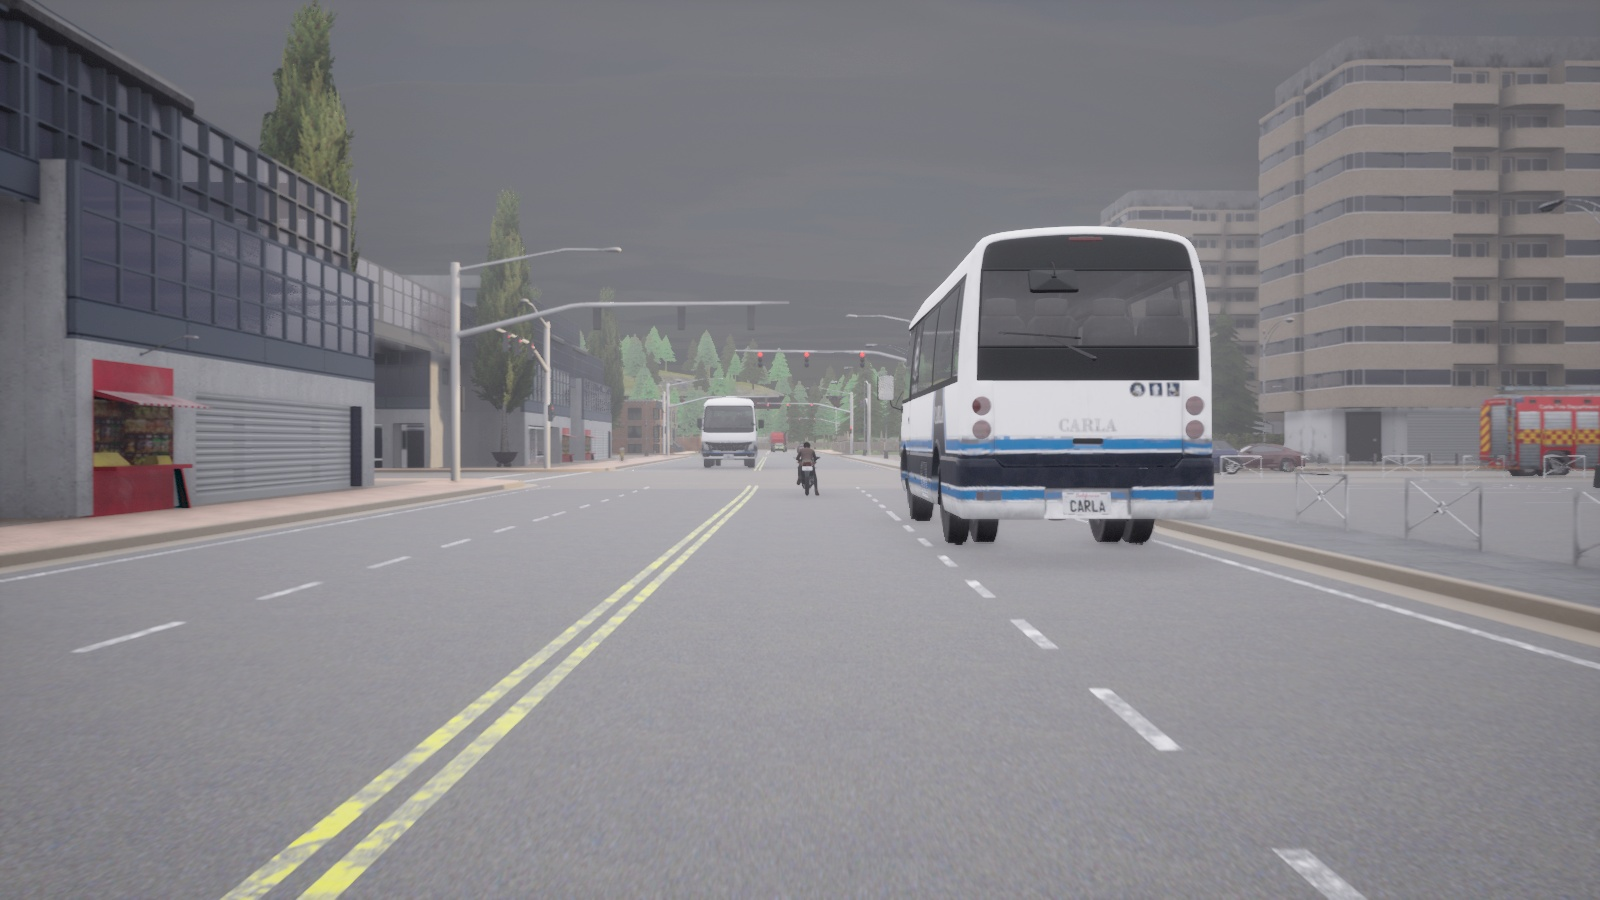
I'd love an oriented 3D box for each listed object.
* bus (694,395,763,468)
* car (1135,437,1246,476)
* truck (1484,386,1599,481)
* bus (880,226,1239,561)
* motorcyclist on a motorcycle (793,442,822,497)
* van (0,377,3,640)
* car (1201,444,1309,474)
[{"bbox_3d":[-4.307,-1.074,78.197,3.944,4.253,10.273,0,0,-1],"label":"bus"},{"bbox_3d":[18.237,0.288,58.806,4.553,1.767,2.097,0,0,-1],"label":"car"},{"bbox_3d":[33.441,-0.685,52.119,8.468,3.827,2.891,0,0,0],"label":"truck"},{"bbox_3d":[3.624,-0.746,21.120,3.944,4.253,10.273,0,0,0],"label":"bus"},{"bbox_3d":[0.196,0.529,35.510,0.797,1.523,2.044,0,0,0],"label":"motorcyclist on a motorcycle"},{"bbox_3d":[-6.944,0.452,7.297,1.775,1.987,4.442,0,0,0],"label":"van"},{"bbox_3d":[22.554,0.439,62.355,4.674,1.442,1.812,0,0,3],"label":"car"}]
